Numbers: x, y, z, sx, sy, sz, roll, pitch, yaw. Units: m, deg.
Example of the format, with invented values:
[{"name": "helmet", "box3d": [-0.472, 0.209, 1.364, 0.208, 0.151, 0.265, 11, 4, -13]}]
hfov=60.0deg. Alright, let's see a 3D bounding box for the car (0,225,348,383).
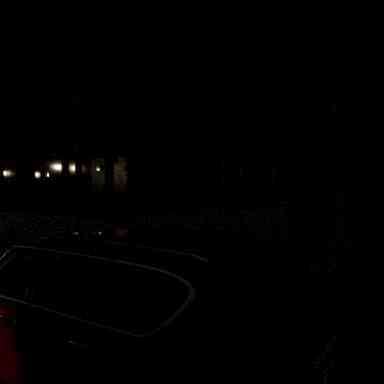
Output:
[{"name": "car", "box3d": [-1.004, 1.314, 3.681, 5.009, 1.841, 2.192, 0, 0, 35]}]
